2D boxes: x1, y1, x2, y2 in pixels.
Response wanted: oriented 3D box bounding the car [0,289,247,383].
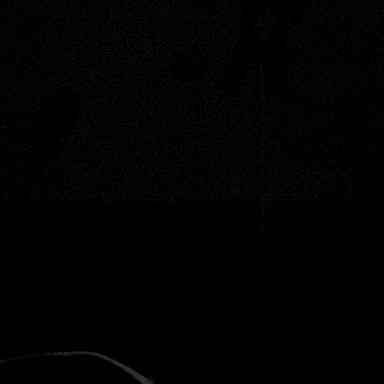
[{"bbox_3d":[-1.838,1.505,1.760,4.892,1.490,1.837,0,0,-35],"label":"car"}]
